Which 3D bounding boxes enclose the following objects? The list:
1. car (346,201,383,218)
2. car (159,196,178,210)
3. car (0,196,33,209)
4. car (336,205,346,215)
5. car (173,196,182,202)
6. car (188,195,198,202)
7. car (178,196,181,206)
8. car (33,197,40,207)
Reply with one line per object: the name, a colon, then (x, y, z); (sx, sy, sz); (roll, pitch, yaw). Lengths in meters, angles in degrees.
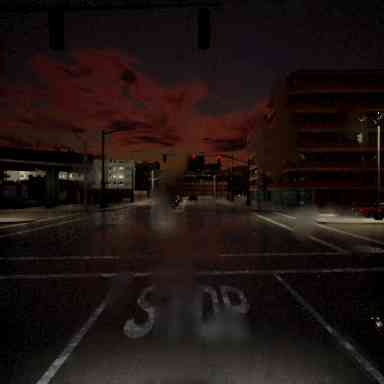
car: (16.299, 1.601, 28.660); (4.718, 1.301, 1.895); (0, 0, -3)
car: (-3.101, 1.505, 43.504); (1.837, 1.490, 4.892); (0, 0, -1)
car: (-23.315, 1.295, 42.064); (4.611, 1.667, 2.242); (0, 0, 1)
car: (16.215, 1.564, 32.143); (4.181, 1.385, 1.994); (0, 0, 1)
car: (-3.326, 1.543, 75.666); (1.994, 1.385, 4.181); (0, 0, 0)
car: (0.204, 1.347, 72.175); (1.837, 1.490, 4.892); (0, 0, 0)
car: (-3.215, 1.352, 52.742); (2.097, 1.767, 4.553); (0, 0, 0)
car: (-24.033, 1.456, 47.815); (3.806, 1.475, 1.970); (0, 0, 1)
